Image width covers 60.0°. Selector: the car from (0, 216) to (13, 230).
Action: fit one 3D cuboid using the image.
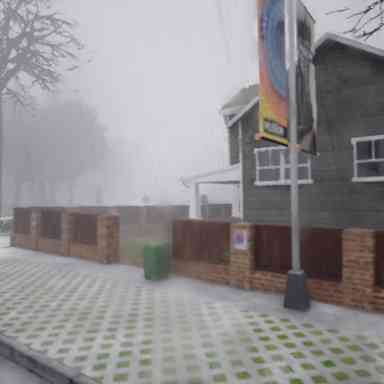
[{"bbox_3d":[-10.901,1.871,23.374,2.033,1.411,5.357,-1,-1,32],"label":"car"}]
